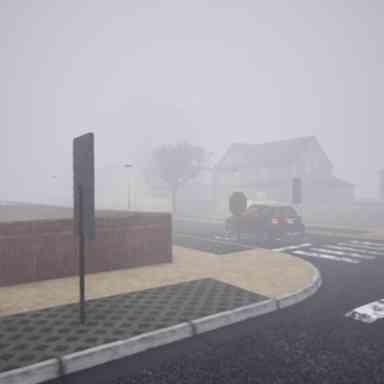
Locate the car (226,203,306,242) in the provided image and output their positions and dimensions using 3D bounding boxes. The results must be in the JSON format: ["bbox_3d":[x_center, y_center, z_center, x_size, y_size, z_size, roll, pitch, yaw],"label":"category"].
[{"bbox_3d":[3.607,1.399,17.124,2.097,1.767,4.553,0,0,-25],"label":"car"}]
